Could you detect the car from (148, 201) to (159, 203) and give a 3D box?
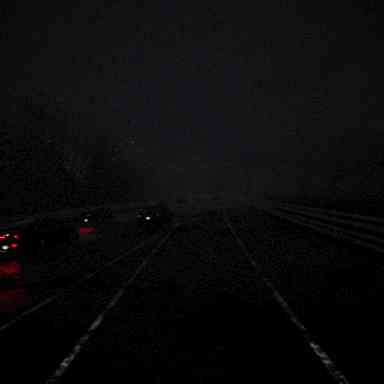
[{"bbox_3d":[-4.218,1.814,38.133,1.882,1.535,5.008,-4,0,9],"label":"car"}]

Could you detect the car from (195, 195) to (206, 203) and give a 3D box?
[{"bbox_3d":[1.788,1.478,70.702,1.812,1.442,4.674,-4,0,12],"label":"car"}]

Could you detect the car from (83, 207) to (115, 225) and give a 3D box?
[{"bbox_3d":[-8.834,2.181,31.235,1.837,1.490,4.892,-4,0,9],"label":"car"}]

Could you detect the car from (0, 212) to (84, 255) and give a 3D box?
[{"bbox_3d":[-7.447,2.045,16.272,1.837,1.490,4.892,-4,0,8],"label":"car"}]

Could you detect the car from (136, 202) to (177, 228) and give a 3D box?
[{"bbox_3d":[-2.720,1.759,24.853,1.994,1.385,4.181,-4,0,8],"label":"car"}]

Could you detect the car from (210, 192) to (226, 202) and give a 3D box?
[{"bbox_3d":[5.378,1.186,70.877,2.128,1.511,4.902,-4,0,12],"label":"car"}]

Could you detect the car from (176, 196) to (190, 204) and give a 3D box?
[{"bbox_3d":[-1.855,1.586,70.477,2.097,1.767,4.553,-4,0,12],"label":"car"}]

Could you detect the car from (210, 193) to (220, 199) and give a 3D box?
[{"bbox_3d":[6.297,1.213,91.240,1.994,1.385,4.181,-4,0,13],"label":"car"}]
